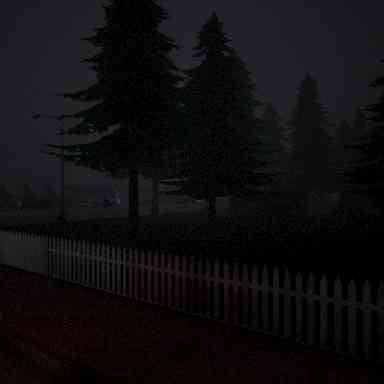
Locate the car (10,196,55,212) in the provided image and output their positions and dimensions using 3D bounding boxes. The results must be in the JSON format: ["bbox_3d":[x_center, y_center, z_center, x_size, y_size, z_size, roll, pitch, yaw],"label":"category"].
[{"bbox_3d":[-18.018,1.352,37.625,2.097,1.767,4.553,0,0,34],"label":"car"}]

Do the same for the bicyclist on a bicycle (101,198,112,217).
[{"bbox_3d":[-7.164,1.302,27.830,1.656,1.620,0.582,0,0,34],"label":"bicyclist on a bicycle"}]

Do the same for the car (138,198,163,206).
[{"bbox_3d":[-6.785,1.492,54.088,2.128,1.511,4.902,0,0,35],"label":"car"}]

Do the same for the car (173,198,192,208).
[{"bbox_3d":[-0.465,1.477,44.419,1.882,1.535,5.008,0,0,34],"label":"car"}]

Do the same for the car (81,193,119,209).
[{"bbox_3d":[-12.522,1.222,45.700,2.150,2.045,5.566,0,0,34],"label":"car"}]

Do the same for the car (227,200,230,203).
[{"bbox_3d":[6.850,1.478,61.426,1.882,1.535,5.008,0,0,34],"label":"car"}]
